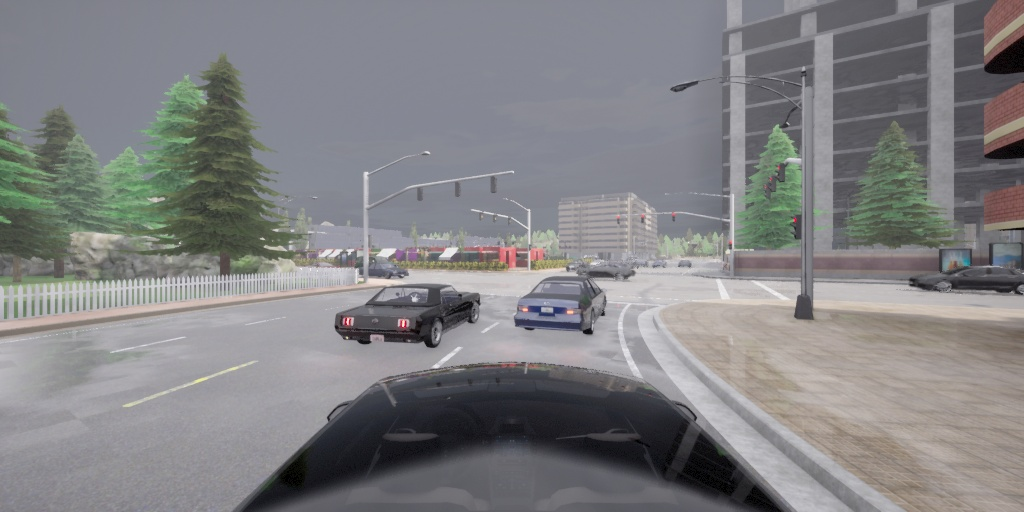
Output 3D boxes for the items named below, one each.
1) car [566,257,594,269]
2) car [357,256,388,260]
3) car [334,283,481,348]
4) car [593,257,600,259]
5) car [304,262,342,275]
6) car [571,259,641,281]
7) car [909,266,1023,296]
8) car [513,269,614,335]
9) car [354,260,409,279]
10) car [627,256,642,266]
[{"bbox_3d":[8.528,1.241,46.358,2.128,1.511,4.902,0,0,30],"label":"car"},{"bbox_3d":[-14.661,1.027,38.837,5.566,2.045,2.150,0,0,30],"label":"car"},{"bbox_3d":[-2.256,1.351,9.317,1.895,1.301,4.718,0,0,11],"label":"car"},{"bbox_3d":[13.104,1.276,54.366,1.812,1.442,4.674,0,0,30],"label":"car"},{"bbox_3d":[-20.056,1.331,37.922,4.674,1.442,1.812,0,0,30],"label":"car"},{"bbox_3d":[7.839,1.288,30.051,4.902,1.511,2.128,0,0,30],"label":"car"},{"bbox_3d":[25.511,1.310,19.787,4.892,1.490,1.837,0,0,30],"label":"car"},{"bbox_3d":[1.679,1.297,10.673,2.033,1.411,5.357,0,0,20],"label":"car"},{"bbox_3d":[-12.023,1.353,33.242,5.357,1.411,2.033,0,0,31],"label":"car"},{"bbox_3d":[18.705,1.241,57.086,2.128,1.511,4.902,0,0,30],"label":"car"}]
